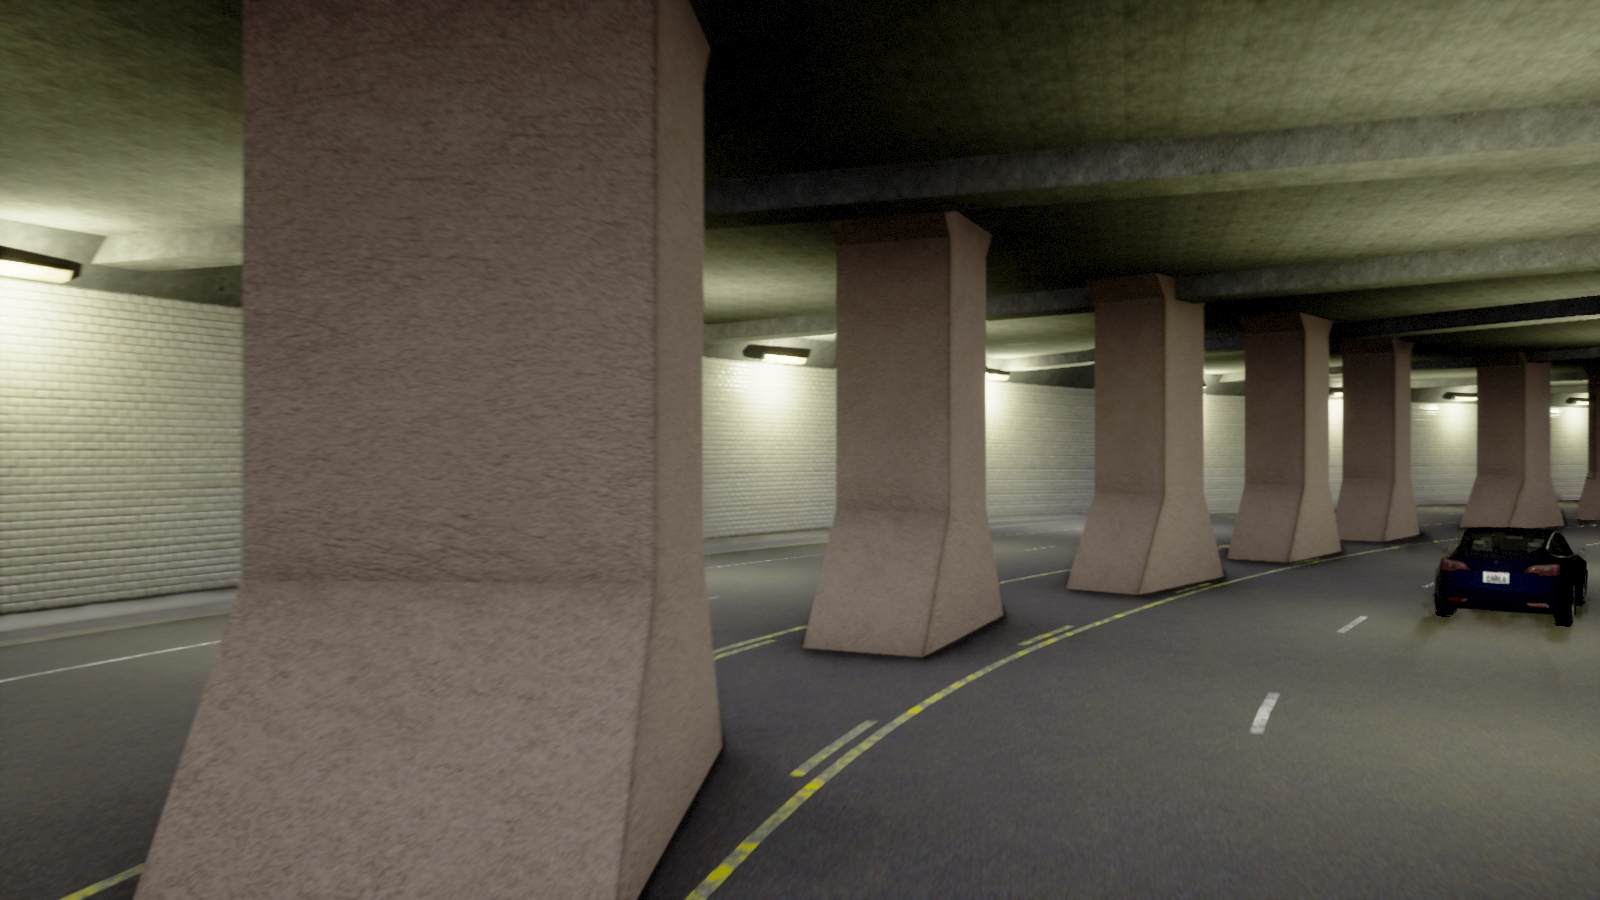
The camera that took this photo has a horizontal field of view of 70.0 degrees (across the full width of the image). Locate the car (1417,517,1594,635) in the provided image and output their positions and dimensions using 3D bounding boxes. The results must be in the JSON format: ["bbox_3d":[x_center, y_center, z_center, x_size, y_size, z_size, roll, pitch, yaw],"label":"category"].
[{"bbox_3d":[12.424,2.072,19.961,2.163,1.488,4.792,0,0,38],"label":"car"}]
